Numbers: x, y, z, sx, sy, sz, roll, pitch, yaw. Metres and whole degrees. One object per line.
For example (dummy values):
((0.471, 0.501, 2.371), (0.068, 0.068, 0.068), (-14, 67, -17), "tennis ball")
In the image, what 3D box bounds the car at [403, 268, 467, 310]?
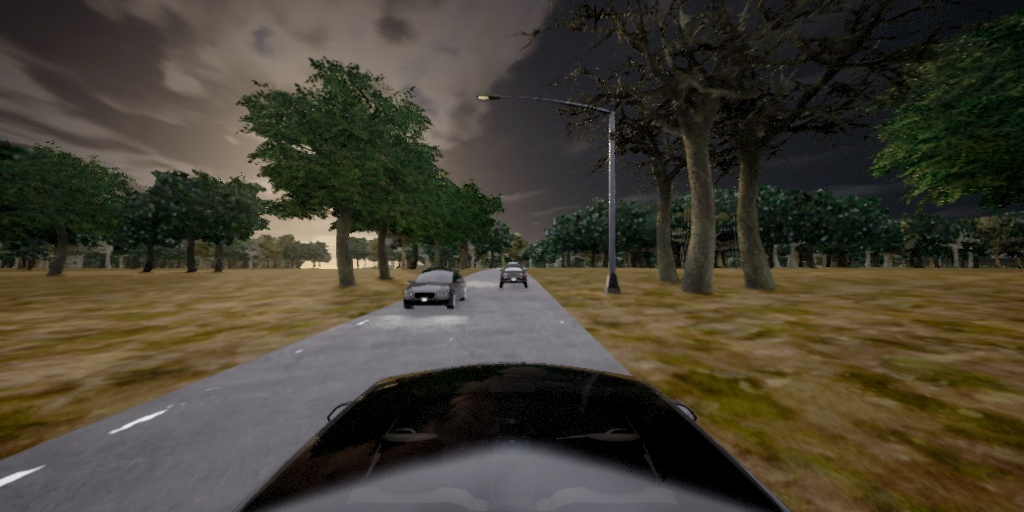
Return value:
((-3.018, 1.283, 14.839), (1.837, 1.490, 4.892), (0, -1, 0), "car")

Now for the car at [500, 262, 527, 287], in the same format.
((0.108, 1.351, 25.417), (1.812, 1.442, 4.674), (0, -1, 0), "car")
